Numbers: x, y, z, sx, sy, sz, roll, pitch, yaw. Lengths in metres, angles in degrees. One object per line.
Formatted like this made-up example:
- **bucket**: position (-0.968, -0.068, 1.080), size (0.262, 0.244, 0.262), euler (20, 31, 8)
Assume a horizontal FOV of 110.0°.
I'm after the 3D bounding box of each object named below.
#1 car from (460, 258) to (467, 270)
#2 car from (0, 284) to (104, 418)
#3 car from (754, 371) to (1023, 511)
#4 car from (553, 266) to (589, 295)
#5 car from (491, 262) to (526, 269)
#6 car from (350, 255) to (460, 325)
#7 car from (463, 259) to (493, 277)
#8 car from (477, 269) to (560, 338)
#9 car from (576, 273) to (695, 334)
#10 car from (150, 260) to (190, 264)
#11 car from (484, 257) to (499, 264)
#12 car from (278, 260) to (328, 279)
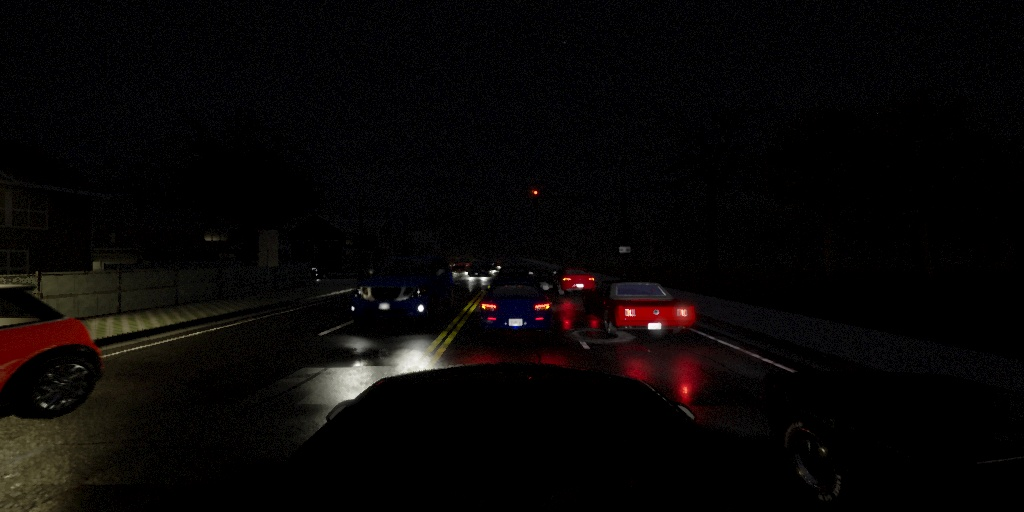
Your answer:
- **car**: position (-6.561, 1.091, 47.179), size (2.097, 1.767, 4.553), euler (0, 0, 0)
- **car**: position (-6.601, 1.101, 2.848), size (2.097, 1.767, 4.553), euler (0, 0, 0)
- **car**: position (3.348, 1.351, 1.414), size (1.895, 1.301, 4.718), euler (0, 0, 0)
- **car**: position (3.323, 1.276, 19.690), size (1.812, 1.442, 4.674), euler (0, 0, 0)
- **car**: position (0.071, 1.255, 19.364), size (1.837, 1.490, 4.892), euler (0, 0, 0)
- **car**: position (-3.343, 0.973, 12.151), size (2.150, 2.045, 5.566), euler (0, 0, 0)
- **car**: position (-3.320, 1.294, 36.177), size (2.033, 1.411, 5.357), euler (0, 0, 0)
- **car**: position (0.089, 1.276, 10.102), size (1.812, 1.442, 4.674), euler (0, 0, 0)
- **car**: position (3.342, 1.351, 10.582), size (1.895, 1.301, 4.718), euler (0, 0, 0)
- **car**: position (-28.436, 1.148, 30.444), size (4.553, 1.767, 2.097), euler (0, 0, 0)
- **car**: position (-3.308, 1.088, 50.183), size (2.097, 1.767, 4.553), euler (0, 0, 0)
- **car**: position (-18.192, 1.130, 30.416), size (4.553, 1.767, 2.097), euler (0, 0, 0)
